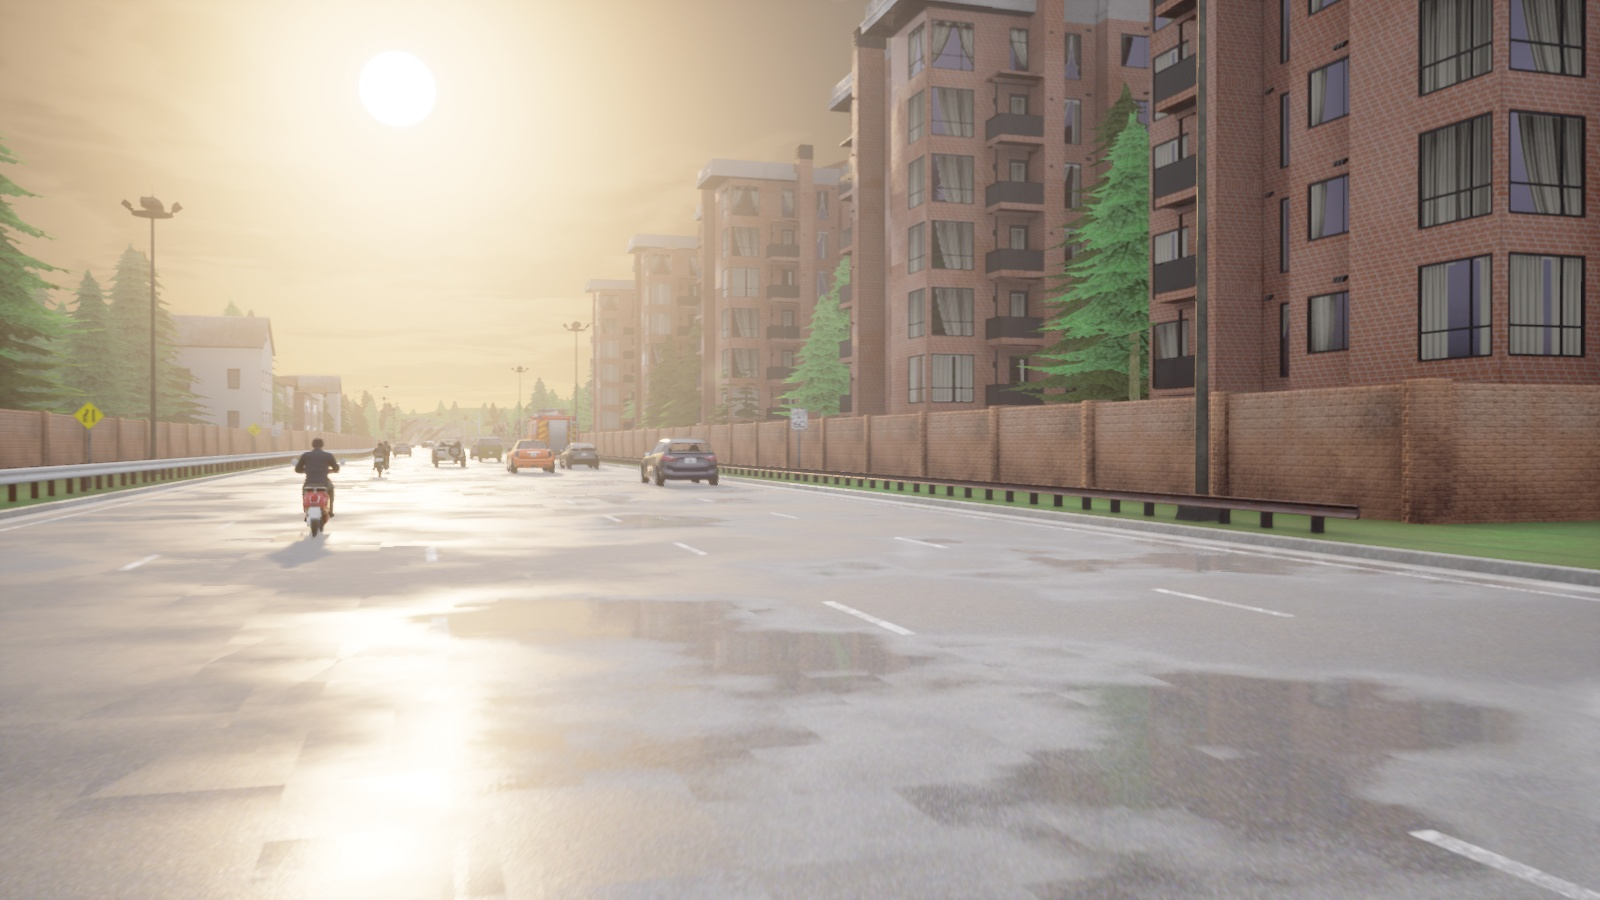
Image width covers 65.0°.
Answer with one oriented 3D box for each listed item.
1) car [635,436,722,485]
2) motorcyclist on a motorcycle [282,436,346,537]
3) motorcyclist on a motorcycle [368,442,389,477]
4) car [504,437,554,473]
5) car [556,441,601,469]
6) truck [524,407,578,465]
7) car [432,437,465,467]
[{"bbox_3d":[-4.438,0.329,45.025,2.242,1.667,4.611,0,0,-17],"label":"car"},{"bbox_3d":[-8.024,0.574,20.808,0.866,1.590,1.817,0,0,-17],"label":"motorcyclist on a motorcycle"},{"bbox_3d":[-18.437,0.398,54.928,0.797,1.523,2.044,0,0,-17],"label":"motorcyclist on a motorcycle"},{"bbox_3d":[-13.737,0.229,63.509,2.097,1.767,4.553,0,0,-17],"label":"car"},{"bbox_3d":[-12.798,0.268,72.424,2.007,1.525,4.514,0,0,-17],"label":"car"},{"bbox_3d":[-17.439,-0.935,87.626,2.891,3.827,8.468,0,0,-17],"label":"truck"},{"bbox_3d":[-22.162,0.091,79.154,1.932,1.855,4.605,0,0,-16],"label":"car"}]
